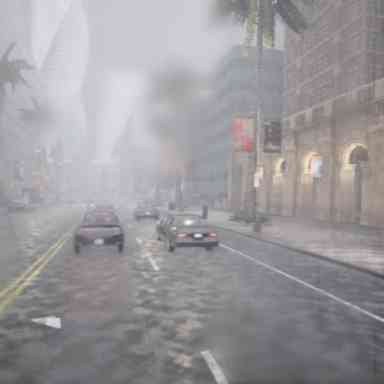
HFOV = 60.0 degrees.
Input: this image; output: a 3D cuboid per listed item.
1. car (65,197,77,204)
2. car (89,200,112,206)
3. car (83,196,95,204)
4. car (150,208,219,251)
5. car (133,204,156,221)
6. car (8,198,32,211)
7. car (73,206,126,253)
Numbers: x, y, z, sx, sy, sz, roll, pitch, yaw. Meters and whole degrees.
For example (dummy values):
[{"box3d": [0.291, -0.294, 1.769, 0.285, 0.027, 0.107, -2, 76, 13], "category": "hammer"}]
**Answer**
[{"box3d": [-24.375, 1.694, 67.186, 1.812, 1.442, 4.674, 1, 0, -14], "category": "car"}, {"box3d": [-7.507, 1.675, 28.584, 1.994, 1.385, 4.181, 1, 0, -14], "category": "car"}, {"box3d": [-20.829, 1.574, 67.375, 2.097, 1.767, 4.553, 1, 0, -14], "category": "car"}, {"box3d": [-0.390, 1.650, 14.616, 2.033, 1.411, 5.357, 1, 0, -14], "category": "car"}, {"box3d": [-4.113, 1.727, 29.438, 1.994, 1.385, 4.181, 1, 0, -14], "category": "car"}, {"box3d": [-21.006, 1.503, 40.894, 2.231, 1.521, 4.892, 1, 0, -14], "category": "car"}, {"box3d": [-3.854, 1.545, 14.058, 2.128, 1.511, 4.902, 1, 0, -14], "category": "car"}]
